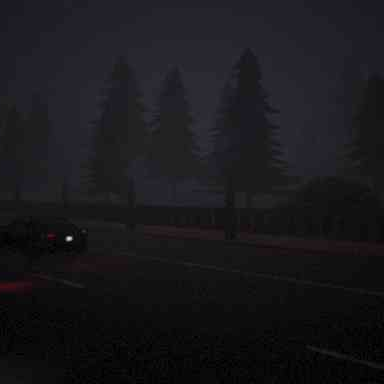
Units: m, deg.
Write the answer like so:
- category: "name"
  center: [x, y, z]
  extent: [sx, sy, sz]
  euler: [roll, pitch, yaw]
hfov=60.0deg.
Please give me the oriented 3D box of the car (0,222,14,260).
- category: "car"
  center: [-7.444, 1.534, 9.332]
  extent: [5.357, 1.411, 2.033]
  euler: [0, 0, 36]

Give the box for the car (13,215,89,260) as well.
- category: "car"
  center: [-5.791, 1.553, 12.449]
  extent: [4.181, 1.385, 1.994]
  euler: [0, 0, 36]
